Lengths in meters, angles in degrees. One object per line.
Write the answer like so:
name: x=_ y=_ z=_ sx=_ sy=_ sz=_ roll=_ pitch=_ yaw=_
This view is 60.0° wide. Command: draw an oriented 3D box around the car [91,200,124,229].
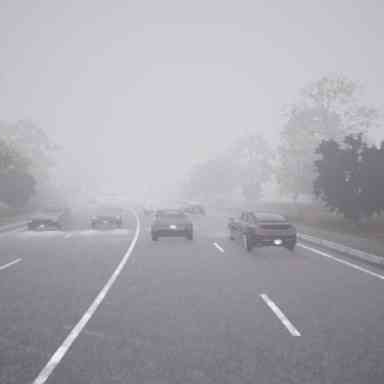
car: x=-5.476 y=1.521 z=22.004 sx=1.812 sy=1.442 sz=4.674 roll=0 pitch=0 yaw=-9

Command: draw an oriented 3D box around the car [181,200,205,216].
car: x=-0.001 y=1.506 z=32.195 sx=1.812 sy=1.442 sz=4.674 roll=0 pitch=0 yaw=-11

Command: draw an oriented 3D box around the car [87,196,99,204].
car: x=-18.298 y=1.509 z=61.451 sx=1.812 sy=1.442 sz=4.674 roll=0 pitch=0 yaw=-15

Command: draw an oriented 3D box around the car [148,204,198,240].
car: x=-1.101 y=1.555 z=17.108 sx=1.994 sy=1.385 sz=4.181 roll=0 pitch=0 yaw=-7

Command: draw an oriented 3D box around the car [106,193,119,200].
car: x=-14.904 y=1.203 z=62.340 sx=2.150 sy=2.045 sz=5.566 roll=0 pitch=0 yaw=-15

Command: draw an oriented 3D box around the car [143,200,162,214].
car: x=-4.020 y=1.510 z=34.426 sx=1.812 sy=1.442 sz=4.674 roll=0 pitch=0 yaw=-12

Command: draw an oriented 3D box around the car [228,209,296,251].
car: x=2.770 y=1.489 z=14.004 sx=1.837 sy=1.490 sz=4.892 roll=0 pitch=0 yaw=-5

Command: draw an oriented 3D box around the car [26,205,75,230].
car: x=-8.903 y=1.549 z=21.459 sx=2.033 sy=1.411 sz=5.357 roll=0 pitch=0 yaw=-9
